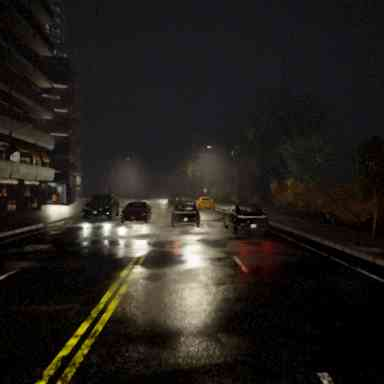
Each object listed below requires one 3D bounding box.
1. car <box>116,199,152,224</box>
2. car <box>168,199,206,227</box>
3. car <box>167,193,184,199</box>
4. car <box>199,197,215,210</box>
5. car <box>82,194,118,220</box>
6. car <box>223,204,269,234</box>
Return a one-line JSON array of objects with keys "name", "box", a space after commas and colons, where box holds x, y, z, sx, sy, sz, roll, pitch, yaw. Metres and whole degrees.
[{"name": "car", "box": [-4.015, 1.432, 24.407, 1.882, 1.535, 5.008, 0, 0, -3]}, {"name": "car", "box": [-0.497, 1.446, 22.517, 2.128, 1.511, 4.902, 0, 0, -3]}, {"name": "car", "box": [-2.217, 1.116, 46.451, 2.150, 2.045, 5.566, 0, 0, -6]}, {"name": "car", "box": [1.561, 1.385, 40.690, 1.882, 1.535, 5.008, 0, 0, -5]}, {"name": "car", "box": [-7.426, 1.174, 27.758, 2.150, 2.045, 5.566, 0, 0, -3]}, {"name": "car", "box": [2.923, 1.449, 18.750, 2.128, 1.511, 4.902, 0, 0, -2]}]
